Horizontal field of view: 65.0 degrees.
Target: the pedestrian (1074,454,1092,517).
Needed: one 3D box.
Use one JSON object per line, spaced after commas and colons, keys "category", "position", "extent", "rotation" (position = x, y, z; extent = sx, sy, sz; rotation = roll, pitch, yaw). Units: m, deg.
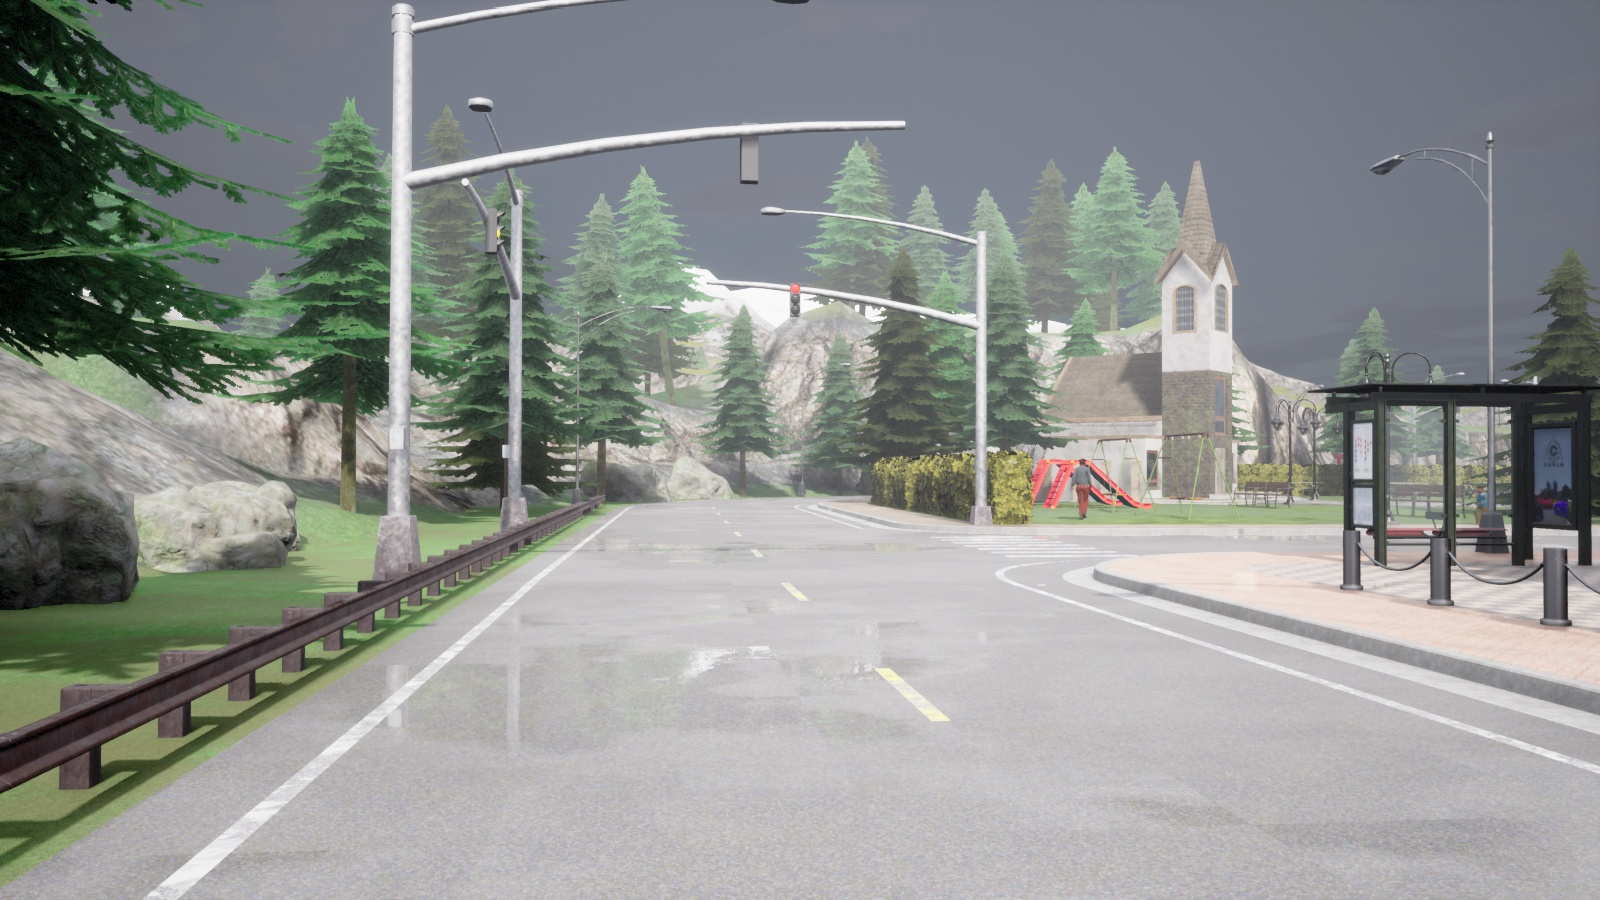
{"category": "pedestrian", "position": [8.316, 1.045, 36.886], "extent": [0.353, 1.847, 0.614], "rotation": [-1, -1, 26]}
